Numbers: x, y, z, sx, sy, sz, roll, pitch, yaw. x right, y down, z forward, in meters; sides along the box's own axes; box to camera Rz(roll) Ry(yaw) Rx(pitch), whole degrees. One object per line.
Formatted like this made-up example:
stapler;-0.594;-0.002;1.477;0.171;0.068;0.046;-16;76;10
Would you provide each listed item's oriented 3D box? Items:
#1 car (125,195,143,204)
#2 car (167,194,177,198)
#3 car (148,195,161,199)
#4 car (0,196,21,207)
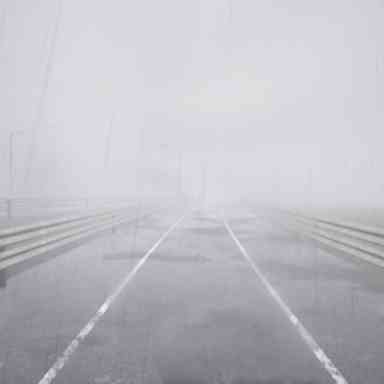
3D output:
car;-9.761;1.257;55.700;2.033;1.411;5.357;0;0;16
car;-5.813;1.243;91.977;1.882;1.535;5.008;0;0;19
car;-8.058;1.292;73.674;1.994;1.385;4.181;0;0;17
car;-21.801;1.214;38.092;1.812;1.442;4.674;0;0;15
